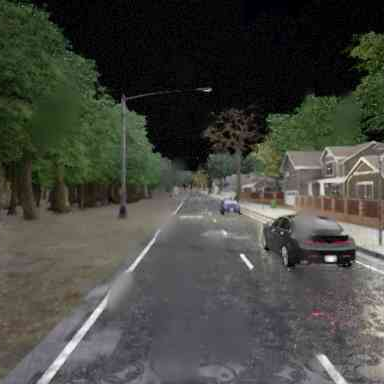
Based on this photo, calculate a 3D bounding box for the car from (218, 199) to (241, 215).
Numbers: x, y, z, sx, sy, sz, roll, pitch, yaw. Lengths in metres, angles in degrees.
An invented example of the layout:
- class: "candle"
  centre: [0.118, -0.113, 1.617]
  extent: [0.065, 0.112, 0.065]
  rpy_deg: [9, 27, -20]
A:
- class: "car"
  centre: [3.601, 1.412, 32.439]
  extent: [1.812, 1.442, 4.674]
  rpy_deg: [0, 0, 0]

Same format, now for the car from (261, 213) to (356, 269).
- class: "car"
  centre: [3.600, 1.473, 11.045]
  extent: [1.837, 1.490, 4.892]
  rpy_deg: [0, 0, 0]
